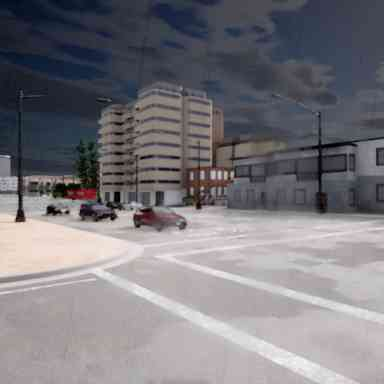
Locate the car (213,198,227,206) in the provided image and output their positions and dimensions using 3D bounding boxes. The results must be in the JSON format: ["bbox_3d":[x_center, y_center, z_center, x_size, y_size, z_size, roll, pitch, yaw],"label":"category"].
[{"bbox_3d":[5.659,1.803,60.154,1.970,1.475,3.806,0,-1,-37],"label":"car"}]

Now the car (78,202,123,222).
[{"bbox_3d":[-8.532,1.837,29.813,2.033,1.411,5.357,0,-1,-37],"label":"car"}]

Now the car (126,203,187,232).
[{"bbox_3d":[-2.202,1.642,21.400,1.812,1.442,4.674,0,-1,-37],"label":"car"}]

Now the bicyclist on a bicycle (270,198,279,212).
[{"bbox_3d":[9.621,1.522,38.914,1.656,1.620,0.582,0,-1,-37],"label":"bicyclist on a bicycle"}]

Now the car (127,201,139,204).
[{"bbox_3d":[-9.895,2.278,55.171,1.812,1.442,4.674,0,-1,-36],"label":"car"}]

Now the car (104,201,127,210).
[{"bbox_3d":[-12.757,2.258,53.149,1.837,1.490,4.892,0,-1,-36],"label":"car"}]

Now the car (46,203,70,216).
[{"bbox_3d":[-16.105,2.064,39.914,2.128,1.511,4.902,0,-1,-37],"label":"car"}]

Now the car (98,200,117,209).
[{"bbox_3d":[-16.126,2.385,63.371,1.812,1.442,4.674,0,0,-37],"label":"car"}]
